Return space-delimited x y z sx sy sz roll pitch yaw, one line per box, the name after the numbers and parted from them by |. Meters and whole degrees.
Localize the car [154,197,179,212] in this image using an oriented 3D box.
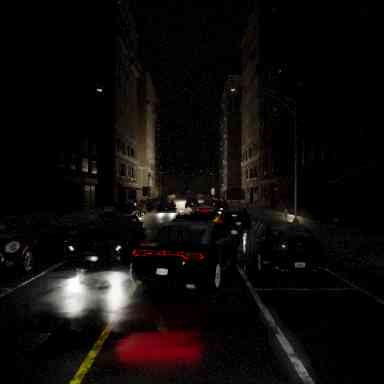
-2.720 1.560 36.930 1.994 1.385 4.181 0 0 0 | car

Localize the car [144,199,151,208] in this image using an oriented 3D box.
-5.364 1.522 31.810 1.752 1.417 4.829 0 0 0 | car

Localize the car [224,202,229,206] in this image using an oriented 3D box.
2.652 1.549 21.140 2.008 1.369 4.403 0 0 0 | car

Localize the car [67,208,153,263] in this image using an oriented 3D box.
-2.842 1.547 12.264 2.033 1.411 5.357 0 0 0 | car

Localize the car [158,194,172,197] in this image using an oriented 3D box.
-5.343 1.297 59.044 2.192 1.841 5.009 0 0 0 | car

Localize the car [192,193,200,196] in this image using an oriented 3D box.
0.045 1.459 59.390 1.882 1.535 5.008 0 0 0 | car

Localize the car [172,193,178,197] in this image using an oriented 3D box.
-5.323 1.513 85.508 2.008 1.369 4.403 0 0 0 | car

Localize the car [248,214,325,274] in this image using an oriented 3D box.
2.644 1.550 10.314 2.008 1.369 4.403 0 0 0 | car

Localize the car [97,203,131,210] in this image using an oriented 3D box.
-5.373 1.524 20.985 1.752 1.417 4.829 0 0 0 | car

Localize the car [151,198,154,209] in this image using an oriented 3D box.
-5.360 1.578 37.393 1.802 1.307 4.206 0 0 0 | car

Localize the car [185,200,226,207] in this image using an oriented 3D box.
0.732 1.454 19.055 1.801 1.575 5.366 0 0 2 | car

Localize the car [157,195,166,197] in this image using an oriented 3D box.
-5.351 1.541 48.219 2.008 1.369 4.403 0 0 0 | car

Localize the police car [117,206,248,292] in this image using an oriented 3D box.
0.147 1.424 9.278 1.930 1.638 5.238 0 0 17 | police car

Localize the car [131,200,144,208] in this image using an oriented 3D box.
-5.369 1.564 26.568 1.947 1.339 4.313 0 0 0 | car

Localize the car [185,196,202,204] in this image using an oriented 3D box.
0.041 1.556 45.547 1.994 1.385 4.181 0 0 0 | car

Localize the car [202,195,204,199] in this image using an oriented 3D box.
2.674 1.515 48.374 1.752 1.417 4.829 0 0 0 | car

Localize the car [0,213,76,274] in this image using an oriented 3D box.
-5.381 1.440 10.330 1.967 1.590 4.097 0 0 0 | car
